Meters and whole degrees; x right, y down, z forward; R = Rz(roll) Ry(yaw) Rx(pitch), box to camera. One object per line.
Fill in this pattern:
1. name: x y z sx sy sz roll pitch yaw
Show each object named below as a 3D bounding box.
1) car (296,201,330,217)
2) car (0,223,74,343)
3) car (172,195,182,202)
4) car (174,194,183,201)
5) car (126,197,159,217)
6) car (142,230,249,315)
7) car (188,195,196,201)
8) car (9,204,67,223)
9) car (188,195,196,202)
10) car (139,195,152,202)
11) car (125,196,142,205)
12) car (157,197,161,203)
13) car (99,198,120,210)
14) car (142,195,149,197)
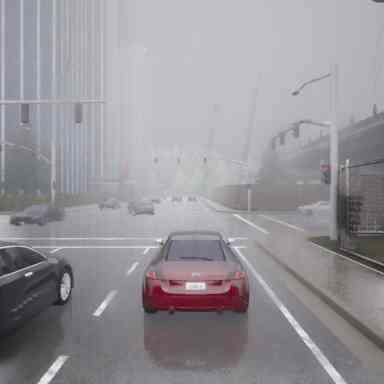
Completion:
1. car: 12.375 1.581 31.745 4.674 1.442 1.812 0 0 -3
2. car: -3.440 1.505 5.192 1.837 1.490 4.892 0 0 0
3. car: -3.481 1.494 74.239 1.837 1.490 4.892 0 0 0
4. car: -3.478 1.385 84.663 2.128 1.511 4.902 0 0 0
5. car: -5.046 1.538 31.984 1.837 1.490 4.892 -1 0 -23
6. car: 0.074 1.564 7.647 1.994 1.385 4.181 0 0 0
7. car: 0.022 1.477 85.191 1.882 1.535 5.008 0 0 0
8. car: -10.595 1.576 23.428 2.033 1.411 5.357 0 0 0
9. car: 0.027 1.477 74.784 1.882 1.535 5.008 0 0 0
10. car: -10.481 1.509 75.126 2.128 1.511 4.902 0 0 0
11. car: -10.548 1.547 60.582 2.033 1.411 5.357 0 0 0
12. car: -7.030 1.600 63.597 1.895 1.301 4.718 0 0 1
13. car: -10.589 1.504 42.769 1.837 1.490 4.892 0 0 0
14. car: -7.067 1.525 48.360 1.812 1.442 4.674 0 0 0
